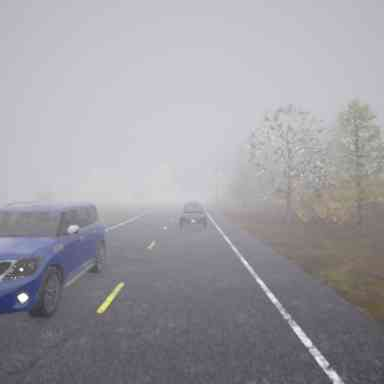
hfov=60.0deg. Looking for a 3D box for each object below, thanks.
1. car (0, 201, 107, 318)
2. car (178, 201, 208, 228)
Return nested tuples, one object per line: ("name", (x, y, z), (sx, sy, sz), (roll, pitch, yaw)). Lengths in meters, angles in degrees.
("car", (-3.606, 1.268, 7.838), (2.150, 2.045, 5.566), (0, 0, 0))
("car", (0.081, 1.623, 23.347), (2.128, 1.511, 4.902), (0, 0, 0))
